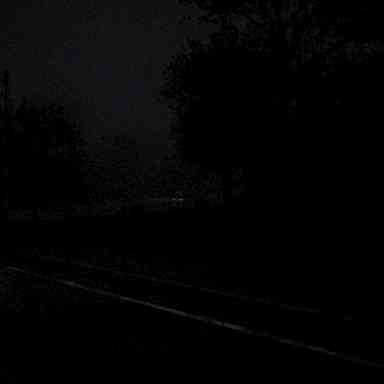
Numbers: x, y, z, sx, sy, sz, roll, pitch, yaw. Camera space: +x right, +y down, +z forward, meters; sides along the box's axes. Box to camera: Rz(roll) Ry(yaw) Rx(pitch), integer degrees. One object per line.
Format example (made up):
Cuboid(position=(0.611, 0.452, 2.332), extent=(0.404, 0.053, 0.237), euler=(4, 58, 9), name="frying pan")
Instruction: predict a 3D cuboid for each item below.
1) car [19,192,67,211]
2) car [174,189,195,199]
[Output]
Cuboid(position=(-18.408, 1.117, 41.444), extent=(2.150, 2.045, 5.566), euler=(0, 2, 39), name="car")
Cuboid(position=(-1.423, 0.189, 62.490), extent=(2.097, 1.767, 4.553), euler=(0, 3, 39), name="car")
